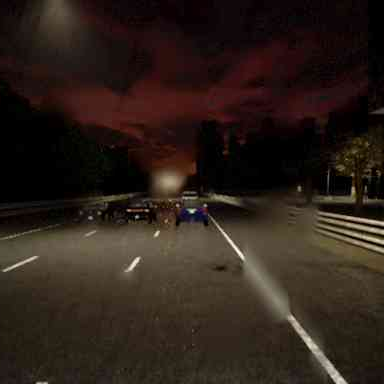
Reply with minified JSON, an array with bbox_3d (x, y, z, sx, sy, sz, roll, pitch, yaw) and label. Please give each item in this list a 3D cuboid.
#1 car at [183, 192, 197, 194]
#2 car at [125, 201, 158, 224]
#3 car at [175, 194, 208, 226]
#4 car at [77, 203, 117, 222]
[{"bbox_3d":[-0.289,1.013,40.479,2.150,2.045,5.566,0,1,-1],"label":"car"},{"bbox_3d":[-3.539,1.388,23.709,2.128,1.511,4.902,0,0,-1],"label":"car"},{"bbox_3d":[-0.031,1.253,22.826,2.097,1.767,4.553,0,0,-1],"label":"car"},{"bbox_3d":[-7.055,1.489,25.255,1.895,1.301,4.718,0,0,-1],"label":"car"}]
